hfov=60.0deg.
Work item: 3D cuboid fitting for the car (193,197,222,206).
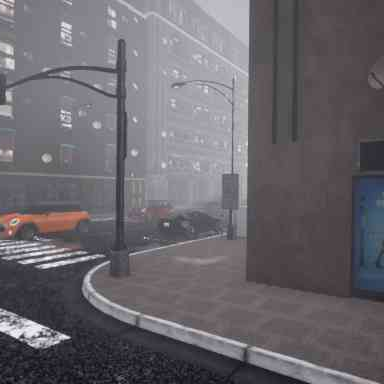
[{"bbox_3d":[1.166,1.475,28.830,1.812,1.442,4.674,1,1,35],"label":"car"}]

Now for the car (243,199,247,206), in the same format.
[{"bbox_3d":[6.362,1.483,40.522,1.802,1.307,4.206,1,1,35],"label":"car"}]

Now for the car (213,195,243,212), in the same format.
[{"bbox_3d":[3.155,1.224,35.946,2.192,1.841,5.009,1,1,35],"label":"car"}]

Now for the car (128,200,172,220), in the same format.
[{"bbox_3d":[-3.267,1.362,26.799,1.967,1.590,4.097,1,1,35],"label":"car"}]

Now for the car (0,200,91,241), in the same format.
[{"bbox_3d":[-7.387,1.318,16.640,2.097,1.767,4.553,1,0,35],"label":"car"}]

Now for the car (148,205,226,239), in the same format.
[{"bbox_3d":[-0.029,1.599,17.700,1.947,1.339,4.313,1,1,35],"label":"car"}]
